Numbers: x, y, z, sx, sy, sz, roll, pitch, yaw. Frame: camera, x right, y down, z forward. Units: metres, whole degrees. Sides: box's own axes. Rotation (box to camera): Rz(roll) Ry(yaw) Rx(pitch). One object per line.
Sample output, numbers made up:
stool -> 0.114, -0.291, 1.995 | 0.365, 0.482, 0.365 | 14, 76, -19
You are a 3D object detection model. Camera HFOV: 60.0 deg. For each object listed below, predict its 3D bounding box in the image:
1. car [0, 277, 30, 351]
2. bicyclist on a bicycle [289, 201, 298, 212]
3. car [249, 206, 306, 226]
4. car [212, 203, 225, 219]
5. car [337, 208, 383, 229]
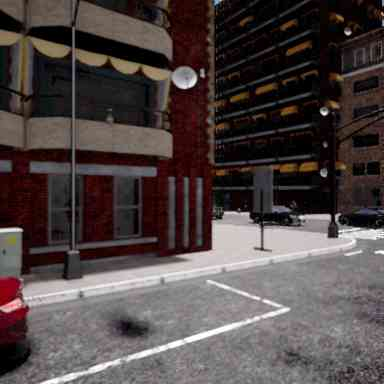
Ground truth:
car -> -4.128, 1.578, 3.679 | 4.206, 1.307, 1.802 | 0, 0, -36
bicyclist on a bicycle -> 10.960, 1.761, 35.846 | 1.656, 1.620, 0.582 | 0, -1, -36
car -> 6.791, 1.857, 26.736 | 2.128, 1.511, 4.902 | 0, -1, -36
car -> 0.991, 1.766, 34.722 | 2.150, 2.045, 5.566 | 0, -1, -36
car -> 12.616, 1.826, 23.848 | 1.994, 1.385, 4.181 | 0, -1, -31
